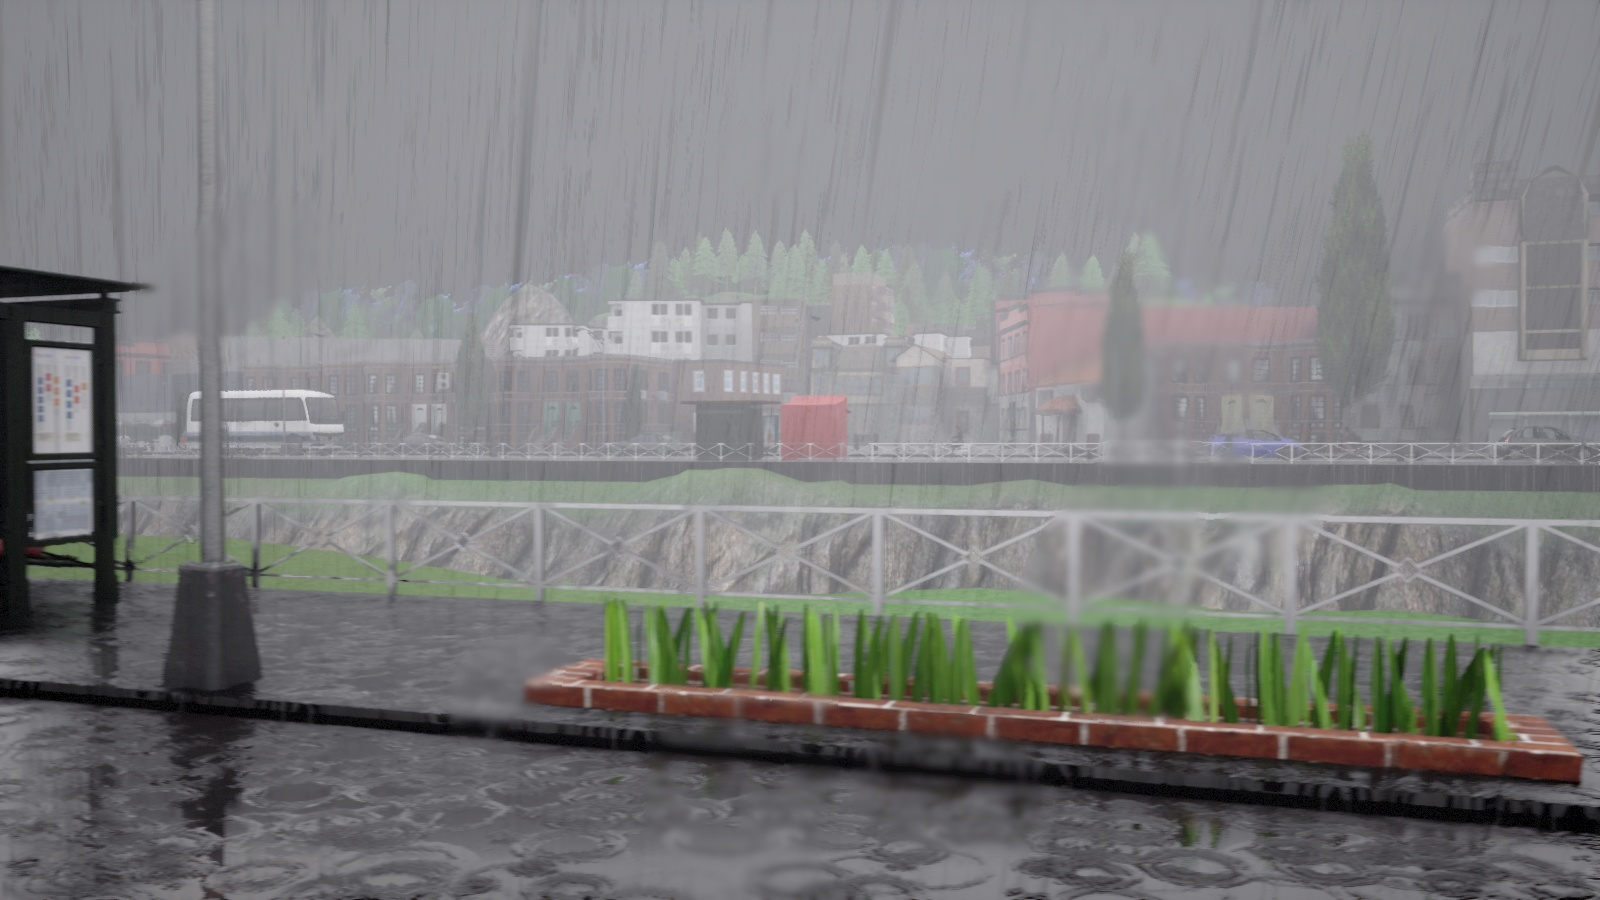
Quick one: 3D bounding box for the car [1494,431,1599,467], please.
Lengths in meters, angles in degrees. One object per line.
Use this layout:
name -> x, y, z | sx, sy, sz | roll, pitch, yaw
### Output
car -> 34.143, -0.065, 57.342 | 3.988, 1.617, 1.851 | 1, 1, 19

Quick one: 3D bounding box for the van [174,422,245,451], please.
van -> -40.804, -0.963, 86.748 | 4.442, 1.987, 1.775 | 1, 1, 19

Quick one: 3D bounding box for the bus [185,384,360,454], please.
bus -> -33.640, -1.959, 80.104 | 10.273, 4.253, 3.944 | 1, 1, 19

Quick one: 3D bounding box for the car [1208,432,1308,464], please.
car -> 22.308, -0.125, 61.320 | 4.514, 1.525, 2.007 | 1, 1, 19

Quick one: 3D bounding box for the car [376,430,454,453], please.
car -> -24.938, -0.545, 81.420 | 4.674, 1.442, 1.812 | 1, 1, 19

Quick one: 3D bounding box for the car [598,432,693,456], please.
car -> -9.366, -0.381, 76.186 | 5.357, 1.411, 2.033 | 1, 1, 19
